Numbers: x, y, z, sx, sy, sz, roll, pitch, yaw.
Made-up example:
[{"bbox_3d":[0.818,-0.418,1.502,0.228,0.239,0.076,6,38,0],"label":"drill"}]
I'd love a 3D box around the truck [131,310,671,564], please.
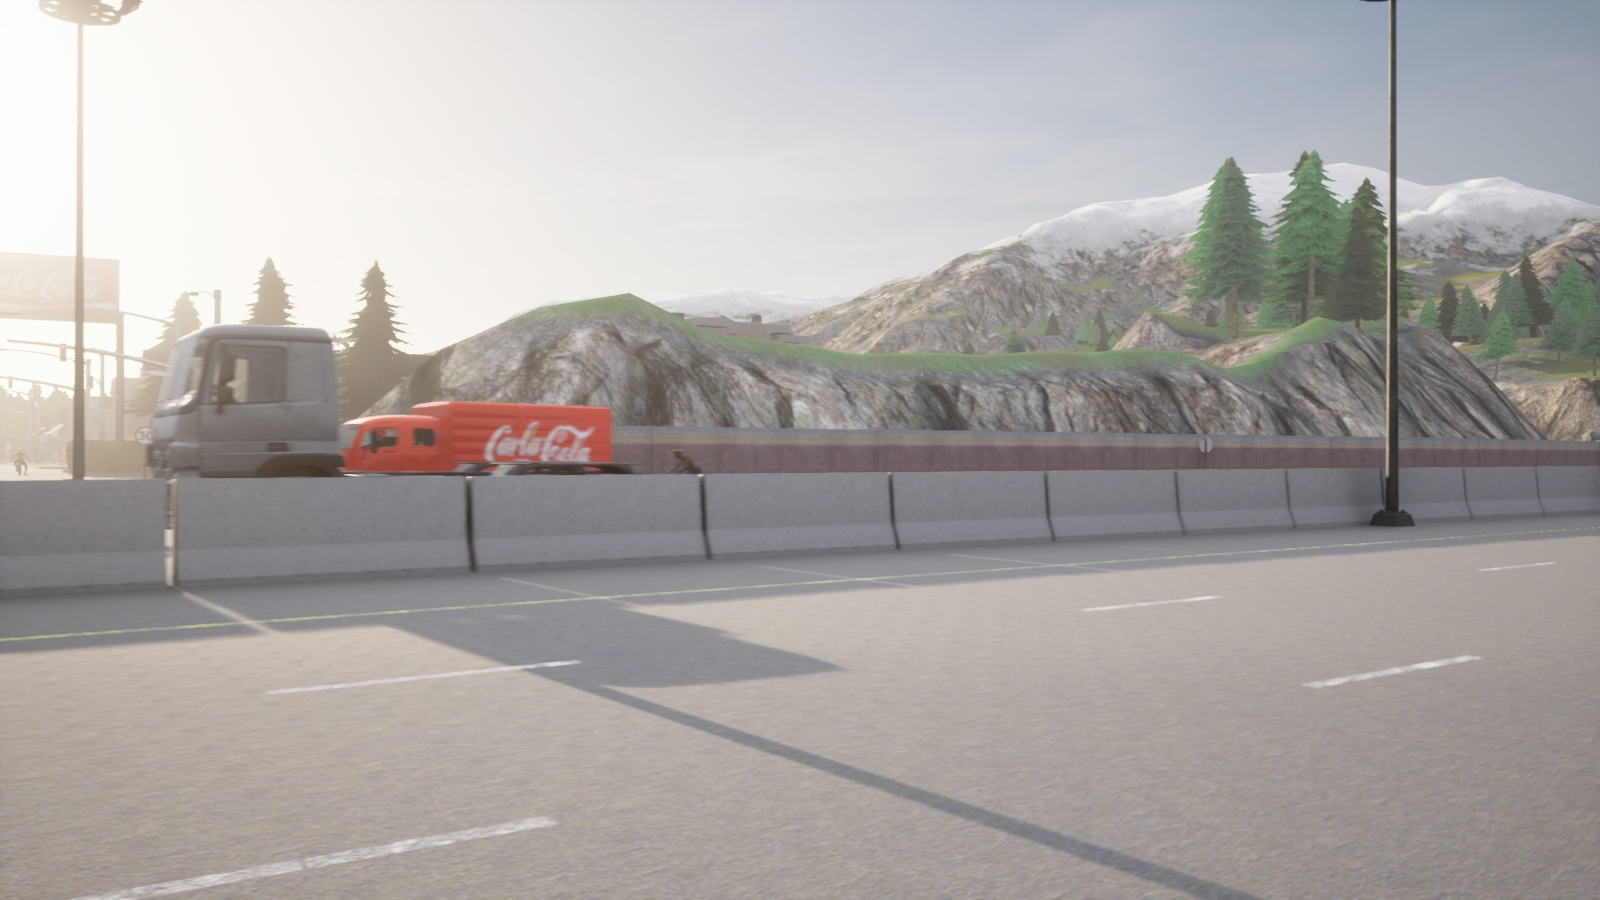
[{"bbox_3d":[-6.306,-0.173,20.595,7.936,3.462,2.891,0,0,-35],"label":"truck"}]

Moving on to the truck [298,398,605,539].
[{"bbox_3d":[-6.755,0.335,24.544,5.204,2.467,2.627,0,0,-35],"label":"truck"}]
